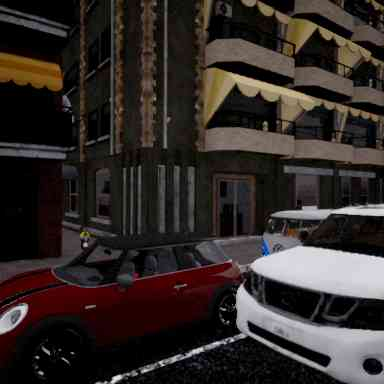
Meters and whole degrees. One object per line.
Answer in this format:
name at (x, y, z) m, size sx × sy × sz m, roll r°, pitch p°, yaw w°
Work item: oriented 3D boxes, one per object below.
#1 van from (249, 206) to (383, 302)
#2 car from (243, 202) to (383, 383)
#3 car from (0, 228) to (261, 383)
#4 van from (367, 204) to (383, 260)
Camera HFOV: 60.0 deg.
van at (3.524, 1.343, 8.609) m, size 3.998 × 1.788 × 1.690 m, roll 0°, pitch 0°, yaw -36°
car at (3.274, 1.222, 5.395) m, size 5.566 × 2.045 × 2.150 m, roll 0°, pitch 0°, yaw -35°
car at (-1.108, 1.440, 5.304) m, size 4.097 × 1.590 × 1.967 m, roll 0°, pitch 0°, yaw -36°
van at (8.155, 1.346, 11.914) m, size 3.998 × 1.788 × 1.690 m, roll 0°, pitch 0°, yaw -36°
